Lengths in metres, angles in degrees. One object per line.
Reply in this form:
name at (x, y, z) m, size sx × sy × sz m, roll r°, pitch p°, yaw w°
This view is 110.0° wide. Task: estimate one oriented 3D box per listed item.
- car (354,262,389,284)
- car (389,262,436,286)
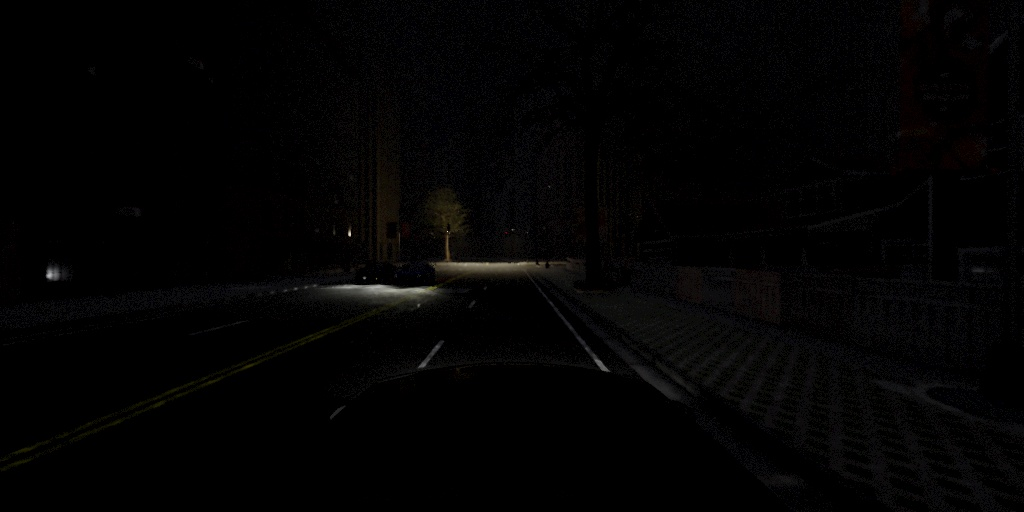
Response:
car at (-9.847, 1.209, 26.367) m, size 1.837 × 1.490 × 4.892 m, roll 0°, pitch 0°, yaw 0°
car at (-6.598, 1.186, 24.878) m, size 1.882 × 1.535 × 5.008 m, roll 0°, pitch 0°, yaw 0°
